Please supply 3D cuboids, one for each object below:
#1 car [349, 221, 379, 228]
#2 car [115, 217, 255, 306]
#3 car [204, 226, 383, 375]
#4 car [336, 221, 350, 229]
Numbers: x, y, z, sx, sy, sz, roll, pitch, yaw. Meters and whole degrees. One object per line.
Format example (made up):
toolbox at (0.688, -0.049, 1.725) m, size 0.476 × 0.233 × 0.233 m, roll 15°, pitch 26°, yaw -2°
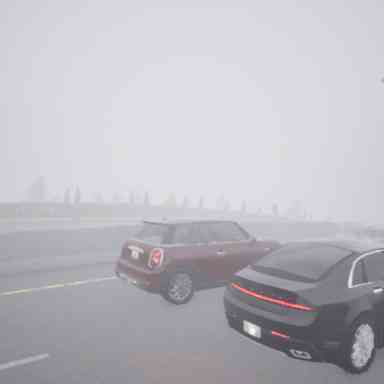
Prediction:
car at (18.667, 4.141, 34.462) m, size 4.718 × 1.301 × 1.895 m, roll 9°, pitch -5°, yaw -35°
car at (0.506, 1.412, 8.403) m, size 4.553 × 1.767 × 2.097 m, roll 1°, pitch -1°, yaw -35°
car at (2.752, 1.569, 5.706) m, size 4.892 × 1.490 × 1.837 m, roll 1°, pitch -1°, yaw -35°
car at (17.620, 4.048, 38.004) m, size 4.553 × 1.767 × 2.097 m, roll 9°, pitch -5°, yaw -35°
